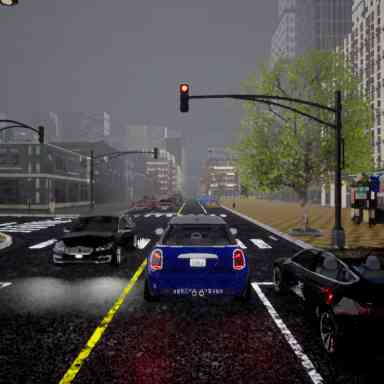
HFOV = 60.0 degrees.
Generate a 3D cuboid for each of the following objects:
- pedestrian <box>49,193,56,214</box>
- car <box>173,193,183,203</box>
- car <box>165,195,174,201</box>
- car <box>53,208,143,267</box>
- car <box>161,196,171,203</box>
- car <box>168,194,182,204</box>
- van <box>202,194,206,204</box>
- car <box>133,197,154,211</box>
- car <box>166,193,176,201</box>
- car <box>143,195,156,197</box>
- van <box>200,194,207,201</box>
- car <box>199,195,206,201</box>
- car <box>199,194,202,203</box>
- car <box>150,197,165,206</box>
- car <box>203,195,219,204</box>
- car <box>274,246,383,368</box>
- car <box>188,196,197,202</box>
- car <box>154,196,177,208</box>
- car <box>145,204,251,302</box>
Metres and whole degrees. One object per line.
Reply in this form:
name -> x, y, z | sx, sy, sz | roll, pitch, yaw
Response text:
pedestrian -> -12.709, 1.039, 30.250 | 0.375, 1.860, 0.375 | 0, -1, -1
car -> -2.933, 1.223, 66.378 | 2.150, 2.045, 5.566 | 0, 1, 1
car -> -5.576, 1.559, 82.645 | 2.008, 1.369, 4.403 | 0, 0, 0
car -> -3.084, 1.506, 11.500 | 1.837, 1.490, 4.892 | 0, 0, 0
car -> -5.591, 1.532, 71.373 | 1.752, 1.417, 4.829 | 0, 0, 0
car -> -3.027, 1.482, 51.246 | 1.882, 1.535, 5.008 | 0, 0, 0
van -> 2.761, 1.345, 49.330 | 1.690, 1.788, 3.998 | 0, 0, 0
car -> -5.636, 1.585, 38.236 | 1.802, 1.307, 4.206 | 0, 0, 0
car -> -5.568, 1.324, 88.196 | 2.192, 1.841, 5.009 | 0, 0, 0
car -> -5.627, 1.318, 43.787 | 2.192, 1.841, 5.009 | 0, 0, 0
van -> 2.806, 1.349, 82.636 | 1.690, 1.788, 3.998 | 0, 0, 0
car -> 2.812, 1.534, 88.357 | 1.752, 1.417, 4.829 | 0, 0, 0
car -> 2.774, 1.556, 60.432 | 2.008, 1.369, 4.403 | 0, 0, 0
car -> -5.613, 1.555, 54.890 | 2.008, 1.369, 4.403 | 0, 0, 0
car -> 2.752, 1.528, 43.948 | 1.752, 1.417, 4.829 | 0, 0, 0
car -> 2.701, 1.566, 5.749 | 1.947, 1.339, 4.313 | 0, 0, 0
car -> 0.107, 1.548, 79.251 | 2.033, 1.411, 5.357 | 0, 0, 0
car -> -3.041, 1.528, 38.522 | 1.812, 1.442, 4.674 | 0, 0, -2
car -> 0.112, 1.353, 8.417 | 2.097, 1.767, 4.553 | 0, 0, 0
